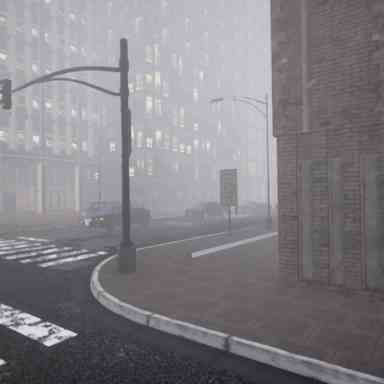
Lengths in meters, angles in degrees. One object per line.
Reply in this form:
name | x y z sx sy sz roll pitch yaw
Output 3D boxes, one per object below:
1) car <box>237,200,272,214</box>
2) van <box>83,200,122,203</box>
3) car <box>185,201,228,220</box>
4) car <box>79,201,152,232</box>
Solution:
car | 7.273 1.705 37.494 1.895 1.301 4.718 -1 -1 36
van | -5.985 1.457 23.474 1.690 1.788 3.998 -2 -1 36
car | 1.318 1.561 29.207 1.882 1.535 5.008 -1 -1 36
car | -4.610 1.555 20.959 2.128 1.511 4.902 -1 -1 34
